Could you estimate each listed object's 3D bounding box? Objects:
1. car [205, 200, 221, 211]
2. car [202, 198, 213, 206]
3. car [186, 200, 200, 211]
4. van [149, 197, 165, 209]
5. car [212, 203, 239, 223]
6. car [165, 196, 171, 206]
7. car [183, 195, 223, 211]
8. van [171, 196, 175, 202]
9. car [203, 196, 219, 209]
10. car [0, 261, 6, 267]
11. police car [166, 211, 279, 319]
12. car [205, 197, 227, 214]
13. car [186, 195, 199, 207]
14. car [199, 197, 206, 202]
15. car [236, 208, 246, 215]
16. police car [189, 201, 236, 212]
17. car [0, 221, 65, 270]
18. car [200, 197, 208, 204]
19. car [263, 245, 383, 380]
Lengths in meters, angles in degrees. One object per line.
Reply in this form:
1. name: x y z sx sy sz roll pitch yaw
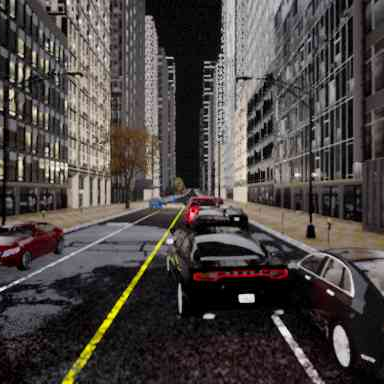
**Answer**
1. car: 2.792 1.825 45.348 1.887 1.381 4.507 0 0 0
2. car: 2.831 1.923 62.442 1.887 1.381 4.507 0 0 0
3. car: 0.129 1.807 45.312 1.812 1.442 4.674 0 0 1
4. van: -5.577 1.659 51.072 1.690 1.788 3.998 0 0 0
5. car: 2.753 1.724 28.254 1.887 1.381 4.507 0 0 0
6. car: -5.548 1.933 62.464 2.008 1.369 4.403 0 0 0
7. car: 0.617 1.375 23.744 2.150 2.045 5.566 0 0 -2
8. van: -5.484 1.871 90.959 1.690 1.788 3.998 0 0 0
9. car: 2.804 1.629 51.048 2.192 1.841 5.009 0 0 0
10. car: -2.996 1.515 1.212 1.837 1.490 4.892 0 0 0
11. police car: 0.476 1.476 7.763 1.930 1.638 5.238 0 0 -9
12. car: 2.778 1.563 39.652 2.192 1.841 5.009 0 0 0
13. car: 0.136 1.577 58.281 2.150 2.045 5.566 0 0 0
14. car: 2.898 2.092 90.934 1.947 1.339 4.313 0 0 0
15. car: 2.740 1.710 22.556 1.947 1.339 4.313 0 0 0
16. police car: 0.943 1.540 17.862 1.930 1.638 5.238 0 0 0
17. car: -5.667 1.658 11.185 1.802 1.307 4.206 0 0 0
18. car: 2.872 1.995 79.708 1.752 1.417 4.829 0 0 0
19. car: 2.700 1.586 5.462 2.008 1.369 4.403 0 0 0
